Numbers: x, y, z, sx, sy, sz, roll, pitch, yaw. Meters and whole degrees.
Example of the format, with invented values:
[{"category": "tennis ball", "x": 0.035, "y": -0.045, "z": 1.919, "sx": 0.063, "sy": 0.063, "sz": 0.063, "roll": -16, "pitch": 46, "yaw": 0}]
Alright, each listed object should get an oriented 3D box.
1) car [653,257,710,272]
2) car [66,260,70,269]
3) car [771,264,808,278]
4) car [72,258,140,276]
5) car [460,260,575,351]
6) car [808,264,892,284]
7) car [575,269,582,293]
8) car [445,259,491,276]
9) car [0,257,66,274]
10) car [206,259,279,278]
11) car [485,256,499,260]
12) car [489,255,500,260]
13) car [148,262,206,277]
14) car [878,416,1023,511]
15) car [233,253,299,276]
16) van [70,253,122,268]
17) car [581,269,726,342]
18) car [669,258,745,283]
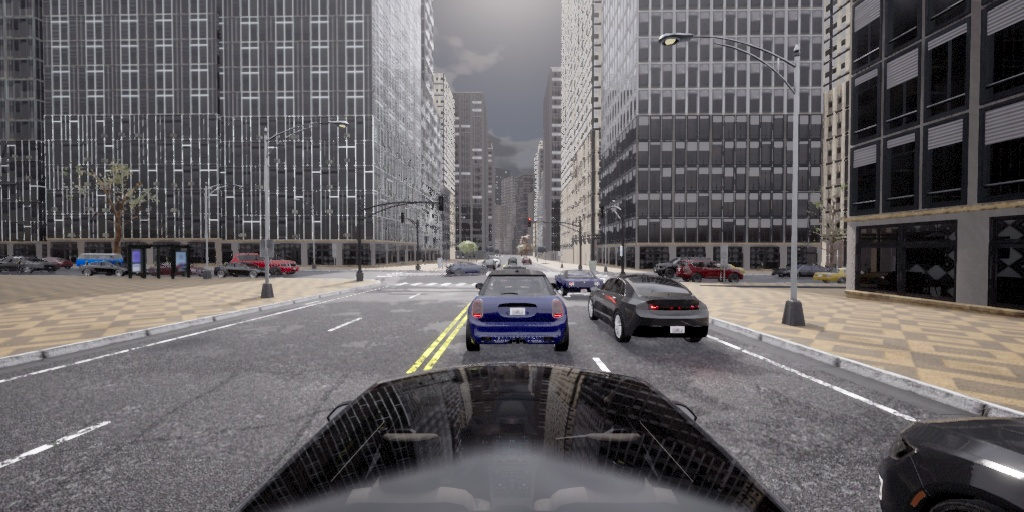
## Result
[{"category": "car", "x": 16.986, "y": 1.089, "z": 35.467, "sx": 5.566, "sy": 2.045, "sz": 2.150, "roll": 1, "pitch": 1, "yaw": 1}, {"category": "car", "x": -50.905, "y": 0.793, "z": 39.433, "sx": 4.207, "sy": 1.307, "sz": 1.802, "roll": 0, "pitch": 0, "yaw": 1}, {"category": "car", "x": 28.707, "y": 1.517, "z": 35.253, "sx": 5.357, "sy": 1.411, "sz": 2.033, "roll": 0, "pitch": 1, "yaw": 1}, {"category": "car", "x": -34.047, "y": 1.069, "z": 30.628, "sx": 4.313, "sy": 1.339, "sz": 1.948, "roll": 0, "pitch": 0, "yaw": 1}, {"category": "car", "x": 0.112, "y": 1.098, "z": 9.111, "sx": 2.097, "sy": 1.767, "sz": 4.553, "roll": 0, "pitch": 0, "yaw": 0}, {"category": "car", "x": 27.689, "y": 1.579, "z": 29.491, "sx": 4.829, "sy": 1.417, "sz": 1.751, "roll": 0, "pitch": 0, "yaw": 1}, {"category": "car", "x": 3.380, "y": 1.341, "z": 19.027, "sx": 1.895, "sy": 1.301, "sz": 4.718, "roll": 0, "pitch": 0, "yaw": 0}, {"category": "car", "x": -4.554, "y": 1.238, "z": 35.913, "sx": 4.181, "sy": 1.385, "sz": 1.994, "roll": 0, "pitch": 1, "yaw": -34}, {"category": "car", "x": -45.549, "y": 0.862, "z": 33.541, "sx": 4.892, "sy": 1.490, "sz": 1.837, "roll": 0, "pitch": 1, "yaw": 2}, {"category": "car", "x": -22.683, "y": 1.174, "z": 30.302, "sx": 4.313, "sy": 1.339, "sz": 1.948, "roll": 0, "pitch": 0, "yaw": 1}, {"category": "car", "x": -3.260, "y": 1.192, "z": 50.645, "sx": 1.882, "sy": 1.535, "sz": 5.008, "roll": 0, "pitch": 0, "yaw": 0}, {"category": "car", "x": -3.228, "y": 0.921, "z": 60.589, "sx": 2.150, "sy": 2.045, "sz": 5.566, "roll": 0, "pitch": 1, "yaw": 0}, {"category": "car", "x": -28.367, "y": 1.138, "z": 30.445, "sx": 4.207, "sy": 1.307, "sz": 1.802, "roll": 0, "pitch": 0, "yaw": 1}, {"category": "car", "x": 3.345, "y": 1.255, "z": 0.319, "sx": 1.837, "sy": 1.490, "sz": 4.892, "roll": 0, "pitch": 0, "yaw": 0}, {"category": "car", "x": -22.747, "y": 0.784, "z": 33.005, "sx": 5.566, "sy": 2.045, "sz": 2.150, "roll": 1, "pitch": 1, "yaw": 1}, {"category": "van", "x": -45.223, "y": 0.605, "z": 39.308, "sx": 3.998, "sy": 1.789, "sz": 1.690, "roll": 0, "pitch": 0, "yaw": 1}, {"category": "car", "x": 3.363, "y": 1.251, "z": 9.717, "sx": 1.837, "sy": 1.490, "sz": 4.892, "roll": 0, "pitch": 0, "yaw": 0}, {"category": "car", "x": 16.241, "y": 1.269, "z": 29.707, "sx": 5.009, "sy": 1.841, "sz": 2.192, "roll": 0, "pitch": 0, "yaw": 1}]
